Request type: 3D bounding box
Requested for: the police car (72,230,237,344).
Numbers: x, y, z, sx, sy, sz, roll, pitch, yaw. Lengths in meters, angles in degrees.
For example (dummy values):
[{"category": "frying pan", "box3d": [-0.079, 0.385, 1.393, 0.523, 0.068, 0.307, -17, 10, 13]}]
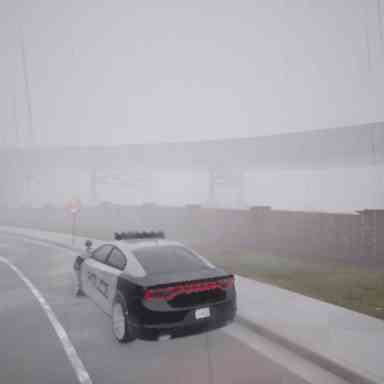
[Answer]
[{"category": "police car", "box3d": [-1.205, 1.660, 7.170, 1.930, 1.638, 5.238, 2, -2, -32]}]
